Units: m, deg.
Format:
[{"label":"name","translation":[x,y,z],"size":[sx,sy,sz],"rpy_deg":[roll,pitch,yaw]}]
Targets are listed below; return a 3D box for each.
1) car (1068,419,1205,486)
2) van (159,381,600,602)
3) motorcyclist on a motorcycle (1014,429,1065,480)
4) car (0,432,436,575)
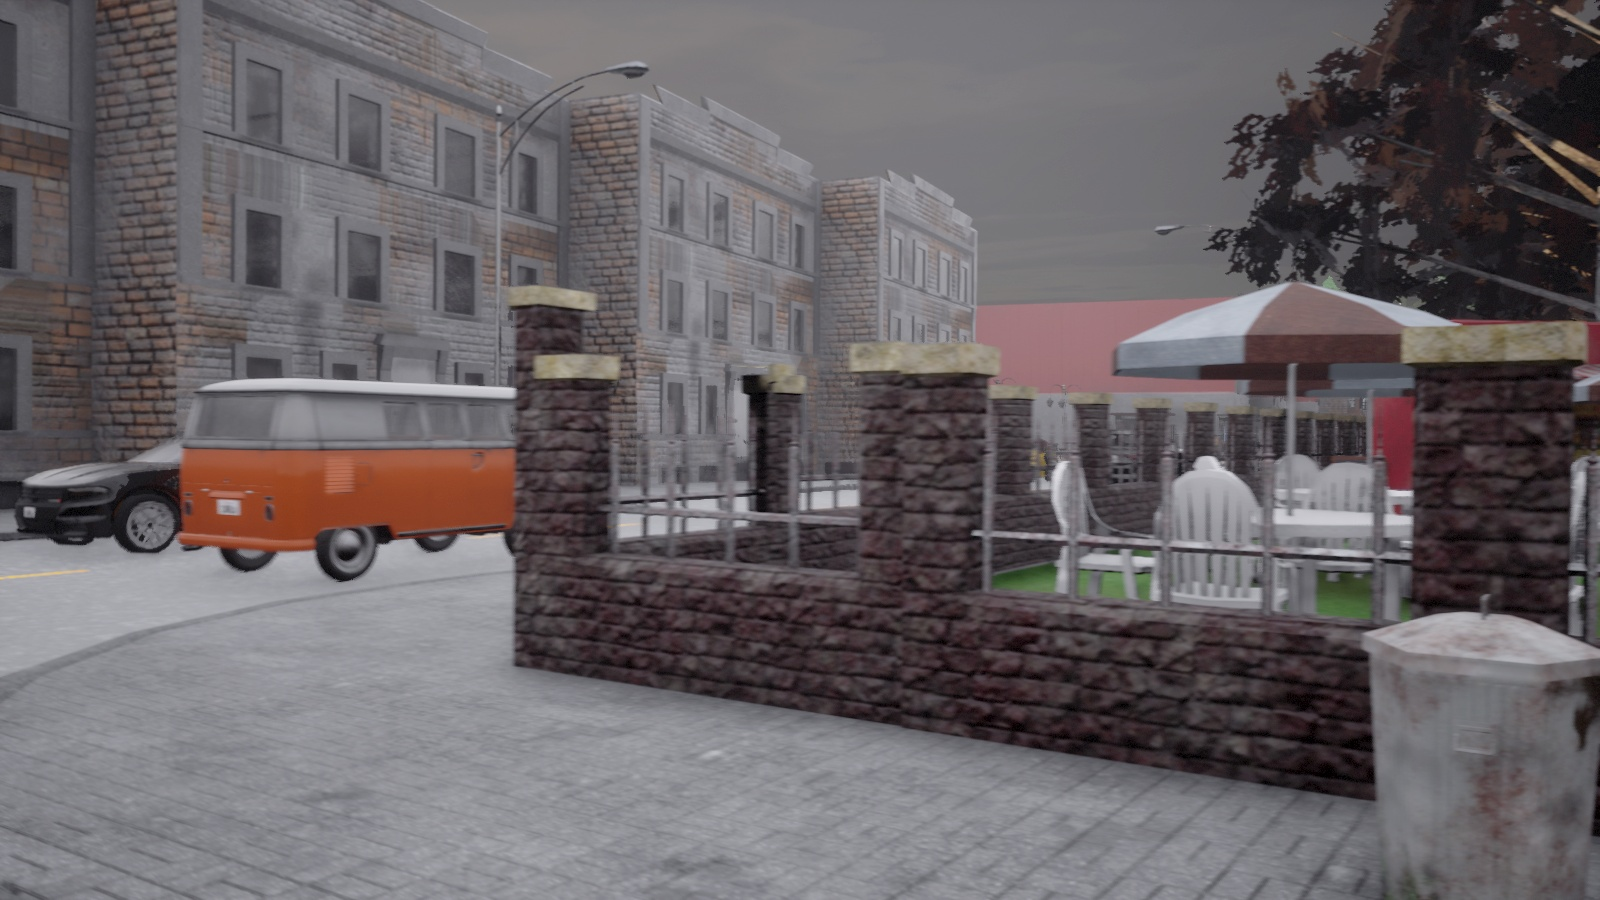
[{"label":"car","translation":[9.182,0.029,33.985],"size":[2.242,1.667,4.611],"rpy_deg":[0,1,34]},{"label":"van","translation":[-4.297,0.337,13.617],"size":[1.775,1.987,4.442],"rpy_deg":[0,1,30]},{"label":"motorcyclist on a motorcycle","translation":[7.342,0.122,38.448],"size":[0.797,1.523,2.044],"rpy_deg":[0,1,34]},{"label":"car","translation":[-7.352,0.553,16.289],"size":[1.882,1.535,5.008],"rpy_deg":[0,1,34]}]
